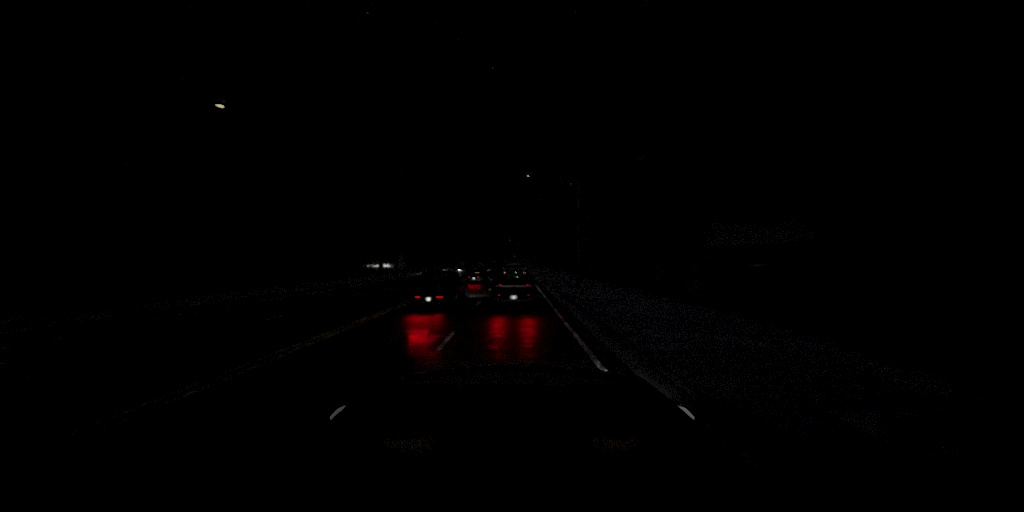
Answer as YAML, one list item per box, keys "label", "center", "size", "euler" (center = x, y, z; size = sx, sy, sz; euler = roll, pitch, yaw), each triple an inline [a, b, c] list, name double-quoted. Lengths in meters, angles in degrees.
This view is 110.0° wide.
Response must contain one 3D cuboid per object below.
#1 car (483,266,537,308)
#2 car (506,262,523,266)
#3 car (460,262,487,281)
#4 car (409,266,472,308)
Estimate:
- label: "car"
  center: [0.093, 1.377, 16.027]
  size: [2.128, 1.511, 4.902]
  euler: [0, 0, 1]
- label: "car"
  center: [0.224, 1.370, 30.804]
  size: [2.097, 1.767, 4.553]
  euler: [0, -1, 1]
- label: "car"
  center: [-3.023, 1.529, 31.051]
  size: [1.837, 1.490, 4.892]
  euler: [0, 0, 1]
- label: "car"
  center: [-3.156, 1.392, 16.070]
  size: [1.837, 1.490, 4.892]
  euler: [0, 0, 1]
